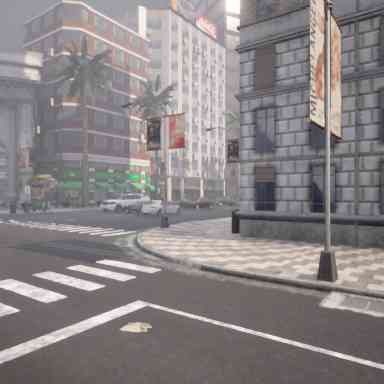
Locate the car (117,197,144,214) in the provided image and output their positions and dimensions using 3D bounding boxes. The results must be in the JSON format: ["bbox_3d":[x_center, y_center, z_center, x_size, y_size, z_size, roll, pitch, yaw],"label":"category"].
[{"bbox_3d":[-5.014,1.547,35.625,2.033,1.411,5.357,0,0,36],"label":"car"}]

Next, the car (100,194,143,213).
[{"bbox_3d":[-7.728,1.221,37.819,2.150,2.045,5.566,0,0,36],"label":"car"}]

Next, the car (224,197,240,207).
[{"bbox_3d":[7.483,1.564,51.198,4.181,1.385,1.994,0,0,-43],"label":"car"}]

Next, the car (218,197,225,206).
[{"bbox_3d":[4.926,1.491,53.578,4.902,1.511,2.128,0,0,-44],"label":"car"}]

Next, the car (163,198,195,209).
[{"bbox_3d":[-1.727,1.526,45.821,1.812,1.442,4.674,0,0,37],"label":"car"}]

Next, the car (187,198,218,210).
[{"bbox_3d":[0.951,1.478,43.602,1.882,1.535,5.008,0,0,38],"label":"car"}]

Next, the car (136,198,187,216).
[{"bbox_3d":[-2.901,1.526,32.245,1.812,1.442,4.674,0,0,36],"label":"car"}]
